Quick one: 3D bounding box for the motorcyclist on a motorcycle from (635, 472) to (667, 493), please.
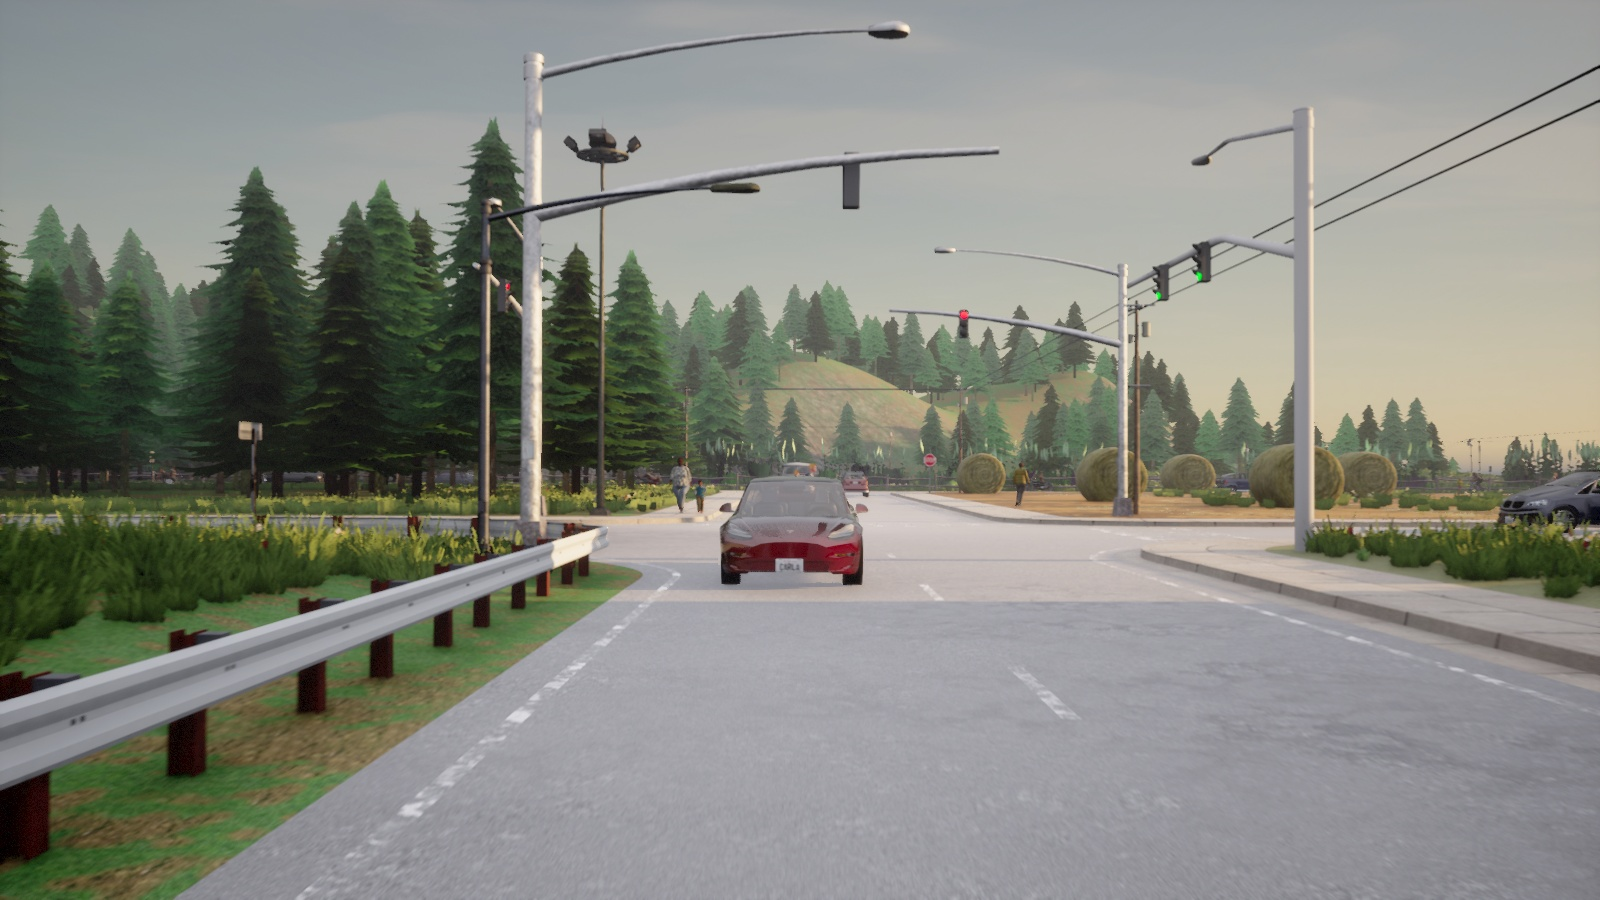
[{"bbox_3d":[-10.865,2.391,91.558,2.191,1.530,0.866,0,-1,3],"label":"motorcyclist on a motorcycle"}]

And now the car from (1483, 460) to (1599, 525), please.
[{"bbox_3d":[20.920,1.099,33.080,4.611,1.667,2.242,0,-1,-1],"label":"car"}]

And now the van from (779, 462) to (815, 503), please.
[{"bbox_3d":[-0.155,1.630,63.434,1.775,1.987,4.442,0,-1,0],"label":"van"}]

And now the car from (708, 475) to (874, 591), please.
[{"bbox_3d":[-0.067,1.129,18.774,2.163,1.488,4.792,0,-1,1],"label":"car"}]

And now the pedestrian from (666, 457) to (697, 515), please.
[{"bbox_3d":[-3.856,1.170,40.880,0.874,1.855,0.900,0,-1,5],"label":"pedestrian"}]

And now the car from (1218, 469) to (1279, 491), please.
[{"bbox_3d":[31.955,2.130,89.565,3.705,1.549,1.789,0,-1,3],"label":"car"}]

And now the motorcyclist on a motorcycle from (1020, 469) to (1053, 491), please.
[{"bbox_3d":[17.635,2.229,93.729,2.350,1.649,0.766,0,-1,3],"label":"motorcyclist on a motorcycle"}]

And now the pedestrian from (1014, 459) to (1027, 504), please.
[{"bbox_3d":[8.872,1.266,50.587,0.370,1.835,0.726,-1,-1,22],"label":"pedestrian"}]

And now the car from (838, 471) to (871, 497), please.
[{"bbox_3d":[3.314,2.067,76.879,1.789,1.549,3.705,0,-1,0],"label":"car"}]

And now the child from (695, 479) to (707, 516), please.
[{"bbox_3d":[-3.256,1.554,41.249,0.343,1.192,0.448,0,-1,2],"label":"child"}]
